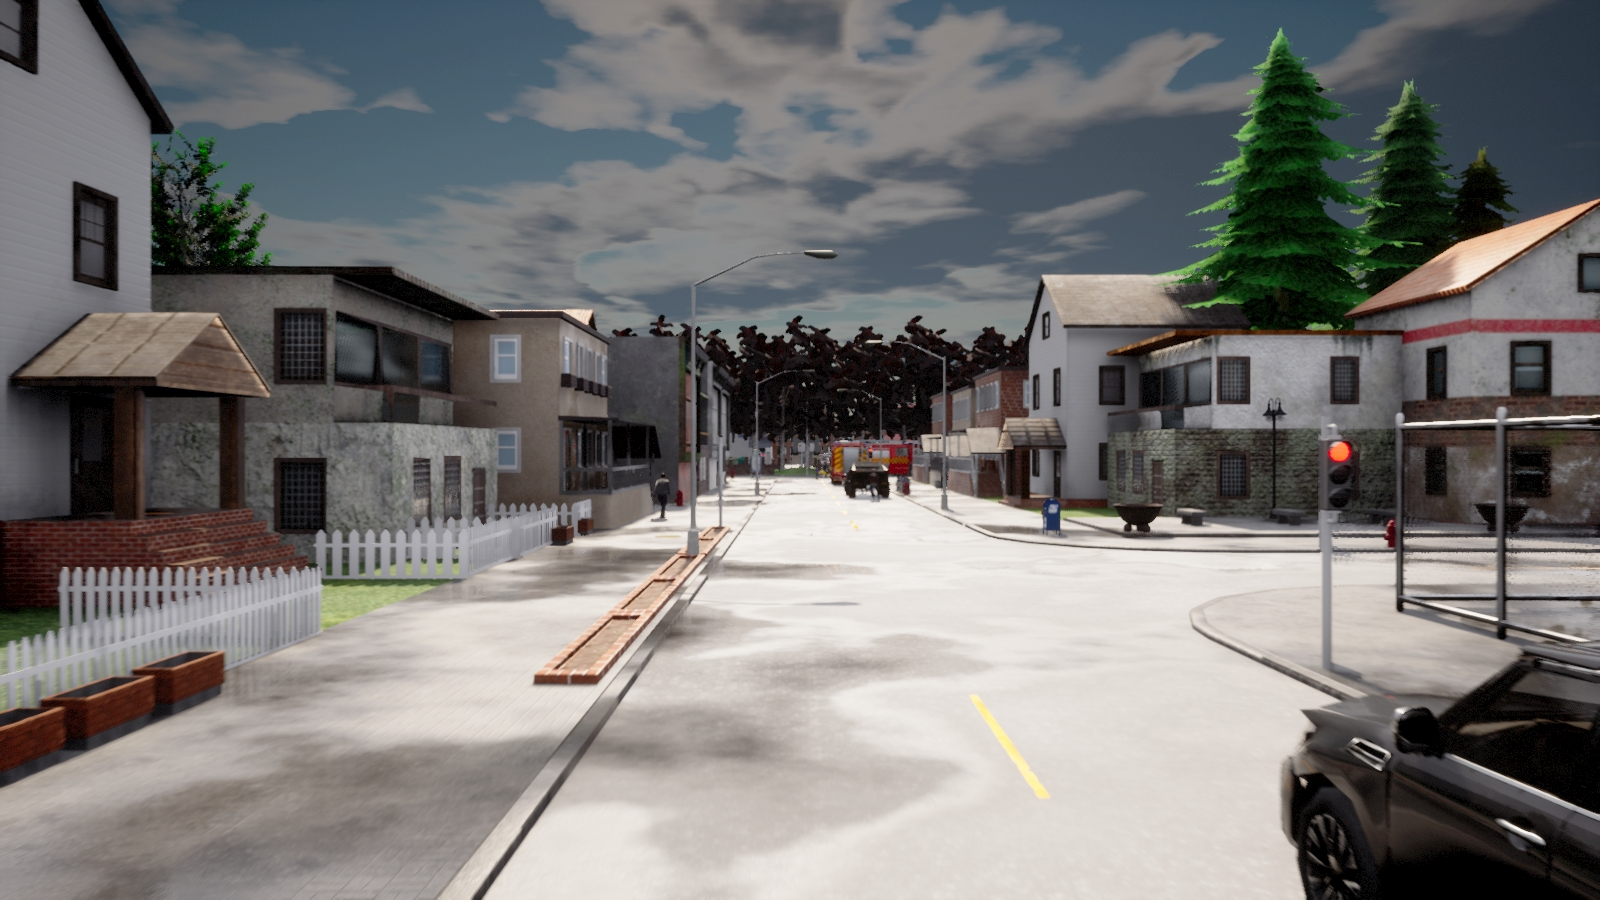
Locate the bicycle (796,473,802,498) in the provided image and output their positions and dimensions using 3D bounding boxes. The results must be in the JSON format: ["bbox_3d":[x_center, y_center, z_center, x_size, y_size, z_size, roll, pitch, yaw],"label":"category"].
[{"bbox_3d":[-0.038,1.940,62.452,0.329,1.271,1.835,0,0,0],"label":"bicycle"}]

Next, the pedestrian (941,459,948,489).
[{"bbox_3d":[9.145,1.524,72.357,0.375,1.860,0.375,0,0,0],"label":"pedestrian"}]

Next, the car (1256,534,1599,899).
[{"bbox_3d":[4.009,1.559,4.542,2.150,2.045,5.566,0,0,0],"label":"car"}]

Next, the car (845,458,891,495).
[{"bbox_3d":[4.010,1.533,68.498,2.390,2.098,6.274,0,0,0],"label":"car"}]

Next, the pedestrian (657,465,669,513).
[{"bbox_3d":[-5.349,1.523,44.574,0.375,1.860,0.375,0,0,4],"label":"pedestrian"}]
